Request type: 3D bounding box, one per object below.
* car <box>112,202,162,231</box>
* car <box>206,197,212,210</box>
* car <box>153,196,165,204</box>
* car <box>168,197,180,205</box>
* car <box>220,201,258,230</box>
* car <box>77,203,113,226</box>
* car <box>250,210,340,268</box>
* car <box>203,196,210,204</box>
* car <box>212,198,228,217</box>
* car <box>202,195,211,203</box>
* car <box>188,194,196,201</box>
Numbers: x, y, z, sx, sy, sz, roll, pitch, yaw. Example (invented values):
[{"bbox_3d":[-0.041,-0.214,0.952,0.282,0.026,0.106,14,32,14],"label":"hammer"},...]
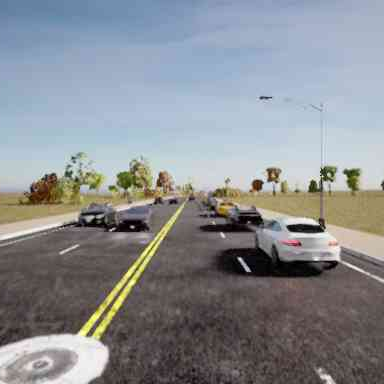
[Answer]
[{"bbox_3d":[-3.347,1.593,21.357,2.033,1.411,5.357,0,0,0],"label":"car"},{"bbox_3d":[3.256,1.693,43.392,1.895,1.301,4.718,0,0,0],"label":"car"},{"bbox_3d":[-6.500,1.629,65.919,1.837,1.490,4.892,0,0,0],"label":"car"},{"bbox_3d":[-3.281,1.689,61.585,1.994,1.385,4.181,0,0,1],"label":"car"},{"bbox_3d":[3.254,1.538,21.362,2.128,1.511,4.902,0,0,0],"label":"car"},{"bbox_3d":[-6.595,1.543,23.675,2.128,1.511,4.902,0,0,0],"label":"car"},{"bbox_3d":[3.355,1.551,11.260,1.812,1.442,4.674,0,0,0],"label":"car"},{"bbox_3d":[3.257,1.660,54.362,2.033,1.411,5.357,0,0,0],"label":"car"},{"bbox_3d":[3.255,1.526,32.552,1.801,1.575,5.366,0,0,0],"label":"car"},{"bbox_3d":[3.260,1.609,76.552,1.801,1.575,5.366,0,0,0],"label":"car"},{"bbox_3d":[0.011,1.568,84.743,2.033,1.411,5.357,0,0,0],"label":"car"}]
